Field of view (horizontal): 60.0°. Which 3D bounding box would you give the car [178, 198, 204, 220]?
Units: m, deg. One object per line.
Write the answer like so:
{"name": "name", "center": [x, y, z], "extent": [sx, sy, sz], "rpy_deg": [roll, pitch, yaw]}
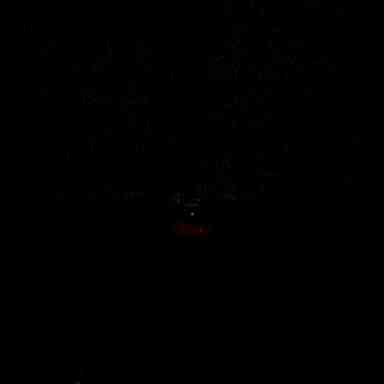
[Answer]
{"name": "car", "center": [0.052, 1.524, 28.199], "extent": [1.812, 1.442, 4.674], "rpy_deg": [0, 0, 0]}

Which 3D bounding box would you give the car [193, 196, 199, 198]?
{"name": "car", "center": [0.035, 1.586, 44.202], "extent": [1.994, 1.385, 4.181], "rpy_deg": [0, 0, 0]}

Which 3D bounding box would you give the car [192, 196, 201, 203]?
{"name": "car", "center": [0.886, 1.584, 71.598], "extent": [1.801, 1.575, 5.366], "rpy_deg": [0, 0, 0]}

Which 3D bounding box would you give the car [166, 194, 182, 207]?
{"name": "car", "center": [-2.877, 1.274, 53.986], "extent": [2.150, 2.045, 5.566], "rpy_deg": [0, 0, 0]}
